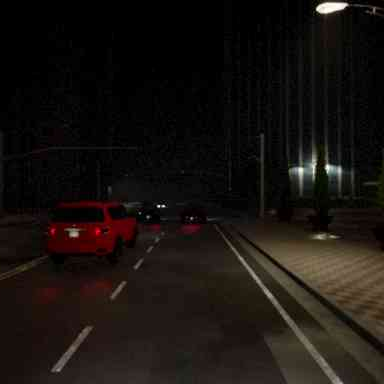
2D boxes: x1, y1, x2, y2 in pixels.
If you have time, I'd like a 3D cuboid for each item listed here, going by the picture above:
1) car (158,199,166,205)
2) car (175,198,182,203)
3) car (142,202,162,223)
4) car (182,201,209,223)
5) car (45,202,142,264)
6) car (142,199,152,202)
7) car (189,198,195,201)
[{"bbox_3d":[-7.040,2.376,77.887,2.128,1.511,4.902,0,-1,0],"label":"car"},{"bbox_3d":[-3.546,2.386,89.310,1.895,1.301,4.718,0,-1,0],"label":"car"},{"bbox_3d":[-3.754,1.842,28.863,1.812,1.442,4.674,0,0,-6],"label":"car"},{"bbox_3d":[0.286,1.819,28.459,1.837,1.490,4.892,0,0,7],"label":"car"},{"bbox_3d":[-3.498,1.364,12.579,2.150,2.045,5.566,0,0,0],"label":"car"},{"bbox_3d":[-10.540,2.351,77.886,1.837,1.490,4.892,0,-1,0],"label":"car"},{"bbox_3d":[-0.046,2.423,88.742,1.812,1.442,4.674,0,-1,0],"label":"car"}]
